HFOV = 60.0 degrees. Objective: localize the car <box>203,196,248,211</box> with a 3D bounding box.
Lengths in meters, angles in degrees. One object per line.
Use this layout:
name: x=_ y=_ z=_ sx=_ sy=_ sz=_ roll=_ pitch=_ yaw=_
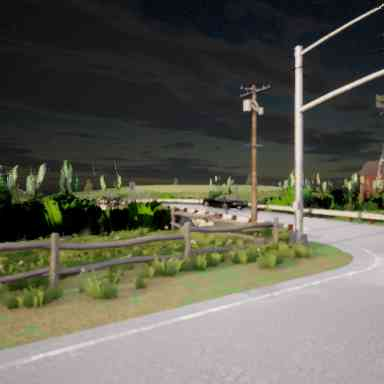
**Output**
car: x=2.954 y=0.994 z=30.788 sx=1.895 sy=1.301 sz=4.718 roll=0 pitch=2 yaw=-32
